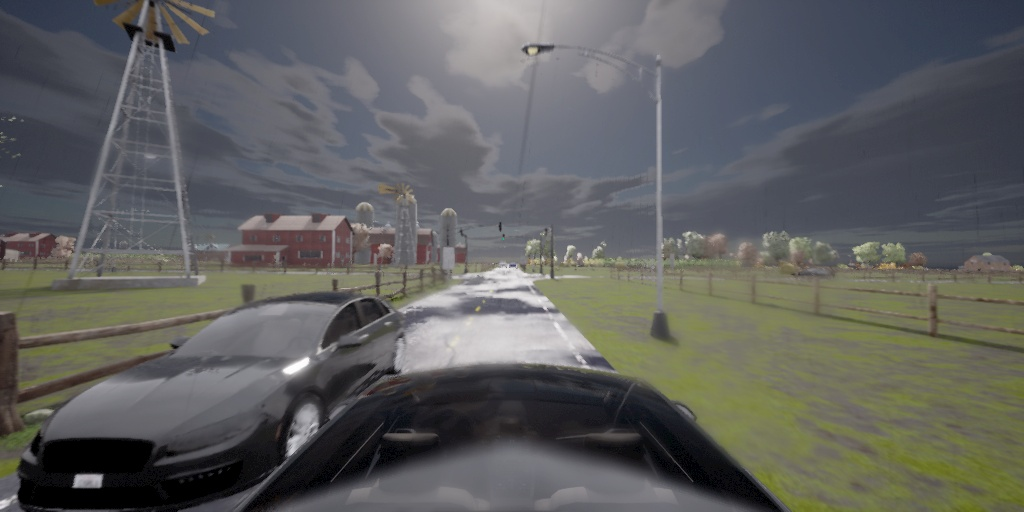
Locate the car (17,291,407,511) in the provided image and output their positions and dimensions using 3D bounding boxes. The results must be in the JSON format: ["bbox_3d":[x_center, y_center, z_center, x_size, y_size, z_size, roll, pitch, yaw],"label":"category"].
[{"bbox_3d":[-2.849,1.298,4.844,1.837,1.490,4.892,0,-1,0],"label":"car"}]
